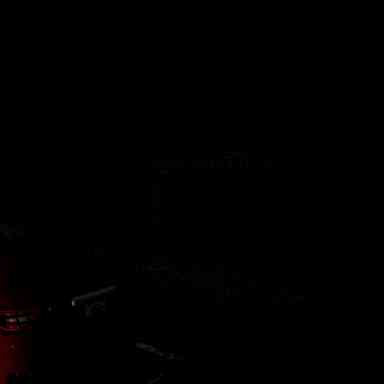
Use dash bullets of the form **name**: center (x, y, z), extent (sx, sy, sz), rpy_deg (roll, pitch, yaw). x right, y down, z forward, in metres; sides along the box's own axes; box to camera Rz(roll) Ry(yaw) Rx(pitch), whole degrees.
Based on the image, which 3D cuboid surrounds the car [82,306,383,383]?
- **car**: center (1.515, 1.582, 1.724), extent (4.206, 1.307, 1.802), rpy_deg (0, 0, 36)

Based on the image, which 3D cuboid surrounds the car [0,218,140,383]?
- **car**: center (-2.970, 1.315, 4.939), extent (5.009, 1.841, 2.192), rpy_deg (0, 0, 36)
